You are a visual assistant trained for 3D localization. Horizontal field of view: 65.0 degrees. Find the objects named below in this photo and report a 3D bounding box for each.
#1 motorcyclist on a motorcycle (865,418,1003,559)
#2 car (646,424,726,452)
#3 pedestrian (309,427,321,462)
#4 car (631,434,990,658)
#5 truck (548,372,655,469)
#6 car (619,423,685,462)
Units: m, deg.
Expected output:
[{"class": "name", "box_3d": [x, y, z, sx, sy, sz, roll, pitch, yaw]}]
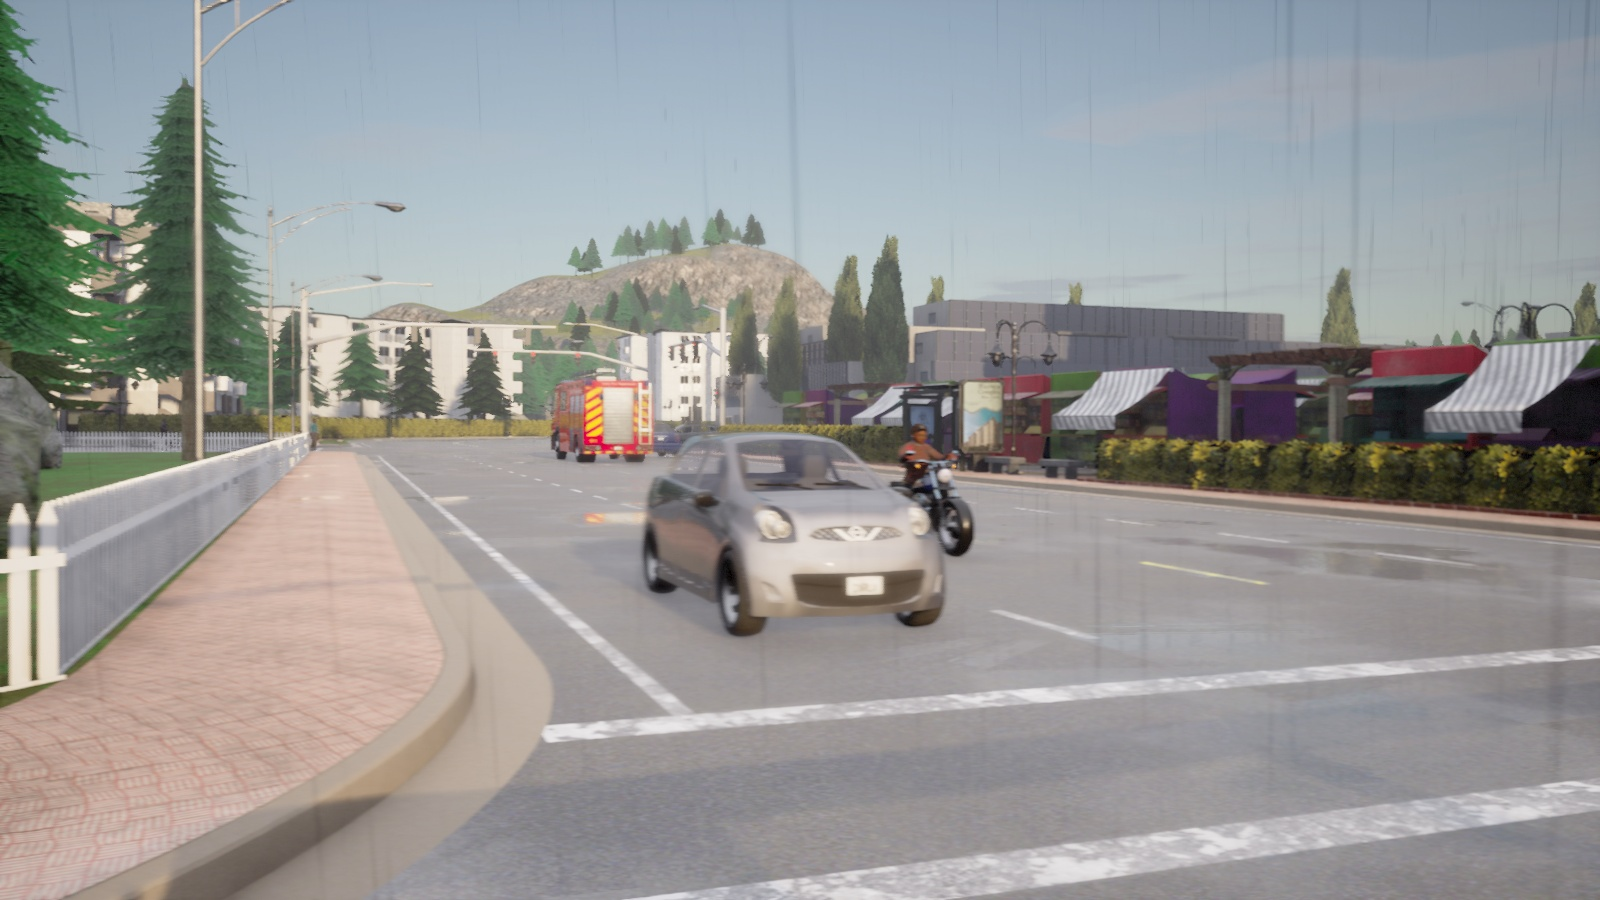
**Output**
[{"class": "motorcyclist on a motorcycle", "box_3d": [1.652, 0.433, 15.969, 0.766, 1.649, 2.350, -1, 1, -20]}, {"class": "car", "box_3d": [-7.223, -0.775, 79.493, 4.611, 1.667, 2.242, -1, 1, -19]}, {"class": "pedestrian", "box_3d": [-27.143, -0.305, 70.308, 0.396, 1.930, 0.692, -2, 1, -37]}, {"class": "car", "box_3d": [-0.109, 0.632, 10.618, 1.845, 1.501, 3.633, -1, 1, -20]}, {"class": "truck", "box_3d": [-8.734, -1.263, 54.331, 2.891, 3.827, 8.468, -1, 1, -20]}, {"class": "car", "box_3d": [-7.160, -0.383, 60.264, 2.097, 1.767, 4.553, -1, 1, -20]}]
